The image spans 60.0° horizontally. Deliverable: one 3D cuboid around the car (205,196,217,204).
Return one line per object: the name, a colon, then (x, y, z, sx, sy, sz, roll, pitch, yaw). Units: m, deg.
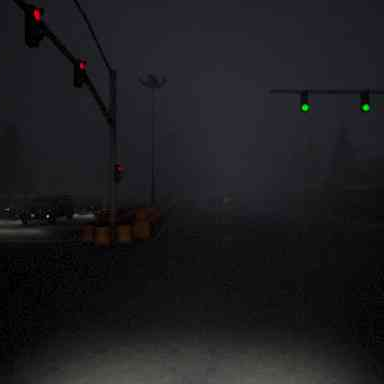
car: (3.514, 1.454, 62.347, 2.128, 1.511, 4.902, 0, 0, 0)

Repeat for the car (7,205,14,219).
car: (-14.090, 1.335, 29.020, 2.097, 1.767, 4.553, 0, 0, 0)

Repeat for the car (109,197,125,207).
car: (-10.547, 1.464, 46.013, 2.128, 1.511, 4.902, 0, 0, 0)

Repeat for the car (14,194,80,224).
car: (-10.606, 1.207, 24.886, 2.150, 2.045, 5.566, 0, 0, 0)

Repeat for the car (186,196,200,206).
car: (0.111, 1.473, 52.241, 1.837, 1.490, 4.892, 0, 0, 0)

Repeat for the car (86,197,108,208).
car: (-14.019, 1.496, 49.336, 1.812, 1.442, 4.674, 0, 0, 1)

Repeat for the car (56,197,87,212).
car: (-14.076, 1.454, 39.141, 1.882, 1.535, 5.008, 0, 0, 0)

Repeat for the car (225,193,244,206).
car: (7.104, 1.189, 53.946, 2.150, 2.045, 5.566, 0, 0, 0)

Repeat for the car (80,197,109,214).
car: (-10.587, 1.504, 35.191, 1.812, 1.442, 4.674, 0, 0, 0)

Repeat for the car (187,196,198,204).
car: (0.014, 1.526, 62.313, 1.994, 1.385, 4.181, 0, 0, 0)

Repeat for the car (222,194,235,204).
car: (7.015, 1.313, 64.308, 2.097, 1.767, 4.553, 0, 0, 1)

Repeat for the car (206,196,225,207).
car: (3.611, 1.473, 51.947, 1.837, 1.490, 4.892, 0, 0, 0)
